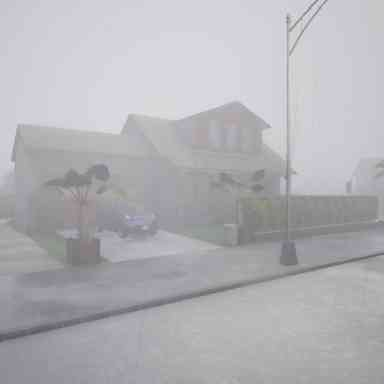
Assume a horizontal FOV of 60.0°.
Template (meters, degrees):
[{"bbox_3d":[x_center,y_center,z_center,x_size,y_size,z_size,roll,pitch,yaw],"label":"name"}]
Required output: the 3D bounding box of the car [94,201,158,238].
[{"bbox_3d":[-3.054,1.174,15.268,1.845,1.501,3.633,0,0,-38],"label":"car"}]
